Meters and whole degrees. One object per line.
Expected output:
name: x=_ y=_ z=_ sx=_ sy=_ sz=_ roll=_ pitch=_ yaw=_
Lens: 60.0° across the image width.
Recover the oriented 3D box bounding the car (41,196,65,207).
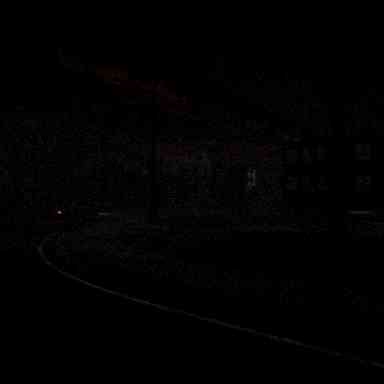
car: x=-19.696 y=1.380 z=49.695 sx=4.974 sy=1.542 sz=2.038 roll=0 pitch=0 yaw=7

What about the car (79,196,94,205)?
car: x=-16.188 y=1.226 z=50.956 sx=1.853 sy=1.218 sz=4.536 roll=0 pitch=0 yaw=-23

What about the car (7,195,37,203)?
car: x=-33.049 y=1.348 z=64.722 sx=4.974 sy=1.542 sz=2.038 roll=0 pitch=0 yaw=2

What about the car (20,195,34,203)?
car: x=-32.997 y=1.190 z=64.721 sx=4.536 sy=1.218 sz=1.853 roll=0 pitch=0 yaw=2

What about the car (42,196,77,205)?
car: x=-19.747 y=1.222 z=49.700 sx=4.536 sy=1.218 sz=1.853 roll=0 pitch=0 yaw=7

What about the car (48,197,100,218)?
car: x=-10.333 y=1.484 z=30.180 sx=1.812 sy=1.442 sz=4.674 roll=0 pitch=0 yaw=21
